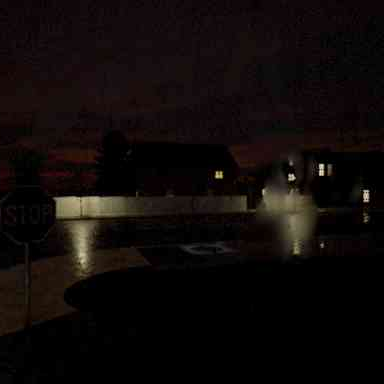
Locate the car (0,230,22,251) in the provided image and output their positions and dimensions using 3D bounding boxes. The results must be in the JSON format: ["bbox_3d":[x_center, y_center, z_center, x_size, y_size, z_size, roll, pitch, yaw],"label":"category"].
[{"bbox_3d":[-8.421,1.547,12.690,4.718,1.301,1.895,0,0,-19],"label":"car"}]
